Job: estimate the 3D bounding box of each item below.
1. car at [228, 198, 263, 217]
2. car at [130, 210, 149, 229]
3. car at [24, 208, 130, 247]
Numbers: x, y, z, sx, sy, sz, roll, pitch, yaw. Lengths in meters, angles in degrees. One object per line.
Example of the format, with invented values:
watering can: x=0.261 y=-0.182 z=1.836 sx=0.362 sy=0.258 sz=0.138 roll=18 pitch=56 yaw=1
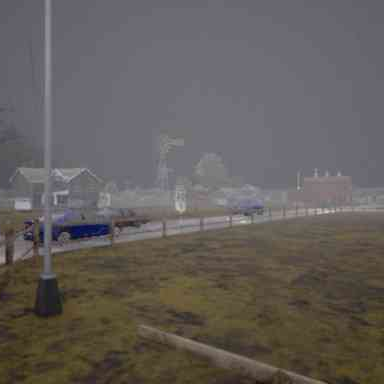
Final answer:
car: x=6.246 y=1.735 z=38.031 sx=2.150 sy=2.045 sz=5.566 roll=0 pitch=-1 yaw=36
car: x=-5.206 y=1.779 z=21.961 sx=2.033 sy=1.411 sz=5.357 roll=0 pitch=0 yaw=35
car: x=-5.637 y=1.666 z=16.449 sx=1.882 sy=1.535 sz=5.008 roll=0 pitch=-1 yaw=33
